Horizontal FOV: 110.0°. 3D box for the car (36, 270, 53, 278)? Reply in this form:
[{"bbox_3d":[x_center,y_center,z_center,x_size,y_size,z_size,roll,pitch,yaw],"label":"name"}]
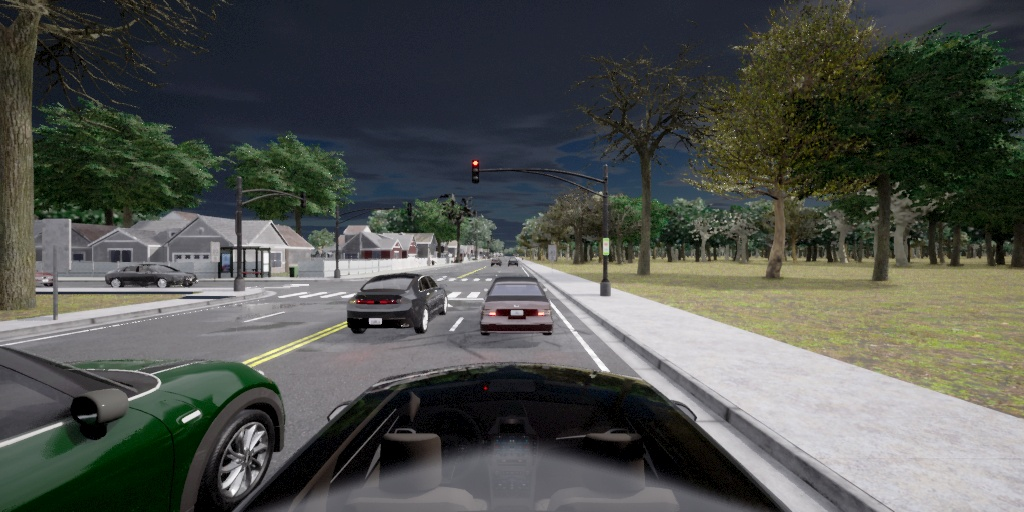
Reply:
[{"bbox_3d":[-32.201,1.323,22.967,4.674,1.442,1.812,0,0,0],"label":"car"}]

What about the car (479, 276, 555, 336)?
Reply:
[{"bbox_3d":[0.112,1.297,10.410,2.033,1.411,5.357,0,0,0],"label":"car"}]

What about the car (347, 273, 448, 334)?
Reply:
[{"bbox_3d":[-3.145,1.254,10.661,1.837,1.490,4.892,0,0,0],"label":"car"}]

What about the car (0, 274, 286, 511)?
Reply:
[{"bbox_3d":[-3.148,1.102,1.463,2.097,1.767,4.553,0,0,0],"label":"car"}]

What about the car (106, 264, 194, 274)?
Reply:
[{"bbox_3d":[-22.913,1.286,22.893,4.892,1.490,1.837,0,0,0],"label":"car"}]
